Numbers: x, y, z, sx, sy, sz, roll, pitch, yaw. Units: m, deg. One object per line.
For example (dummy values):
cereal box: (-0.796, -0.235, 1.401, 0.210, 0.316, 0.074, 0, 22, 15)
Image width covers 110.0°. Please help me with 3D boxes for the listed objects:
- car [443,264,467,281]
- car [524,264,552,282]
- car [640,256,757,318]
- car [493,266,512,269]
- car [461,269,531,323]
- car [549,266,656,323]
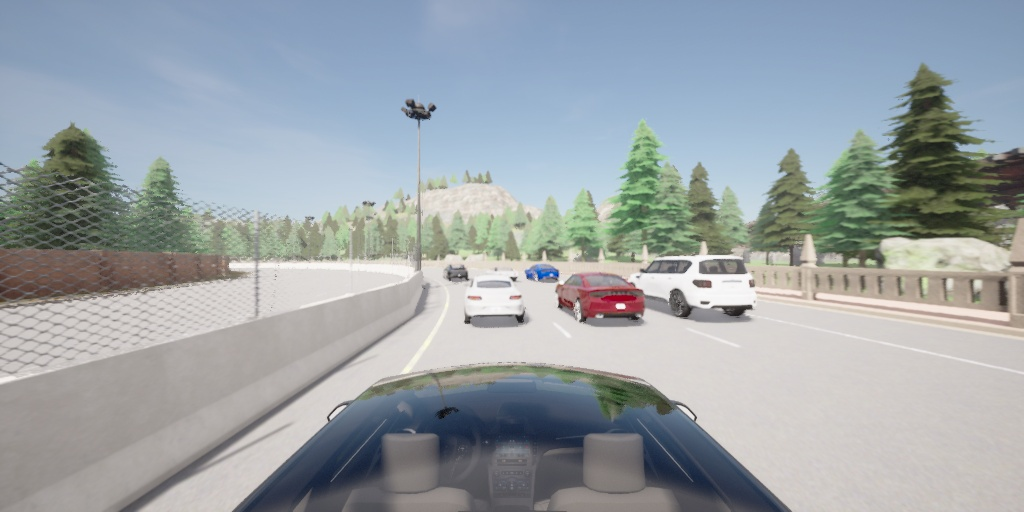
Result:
car: (-5.280, 1.482, 33.242, 2.128, 1.511, 4.902, 0, 0, -18)
car: (2.529, 1.419, 31.652, 1.882, 1.535, 5.008, 0, 0, -16)
car: (6.272, 1.020, 13.342, 2.150, 2.045, 5.566, 0, 0, -6)
car: (-0.978, 1.557, 31.358, 1.895, 1.301, 4.718, 0, 0, -17)
car: (-0.693, 1.352, 12.383, 1.812, 1.442, 4.674, 0, 0, -6)
car: (2.818, 1.288, 12.569, 1.882, 1.535, 5.008, 0, 0, -6)
